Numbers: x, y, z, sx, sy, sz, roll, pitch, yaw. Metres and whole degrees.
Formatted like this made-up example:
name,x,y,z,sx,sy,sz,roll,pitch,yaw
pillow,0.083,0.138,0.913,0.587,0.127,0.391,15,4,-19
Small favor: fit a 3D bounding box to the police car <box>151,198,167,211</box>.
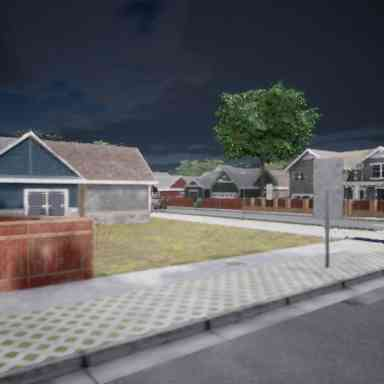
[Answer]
name,x,y,z,sx,sy,sz,roll,pitch,yaw
police car,-5.059,1.608,44.210,1.930,1.638,5.238,0,0,-35
